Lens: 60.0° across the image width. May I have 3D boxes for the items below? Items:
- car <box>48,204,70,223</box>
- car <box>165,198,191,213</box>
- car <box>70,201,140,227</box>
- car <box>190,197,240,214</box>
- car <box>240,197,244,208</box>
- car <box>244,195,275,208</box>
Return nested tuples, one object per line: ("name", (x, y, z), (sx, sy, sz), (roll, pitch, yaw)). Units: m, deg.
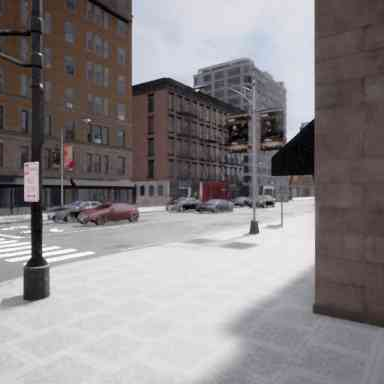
("car", (-8.179, 1.430, 24.640), (2.128, 1.511, 4.902), (0, 0, 36))
("car", (-0.800, 1.374, 35.106), (2.128, 1.511, 4.902), (0, 0, 36))
("car", (-5.561, 1.458, 22.721), (1.812, 1.442, 4.674), (0, 0, 35))
("car", (2.470, 1.421, 34.120), (2.033, 1.411, 5.357), (0, 0, 35))
("car", (6.987, 1.374, 46.116), (2.033, 1.411, 5.357), (0, 0, 36))
("car", (9.087, 1.176, 43.460), (2.097, 1.767, 4.553), (0, 0, 36))
